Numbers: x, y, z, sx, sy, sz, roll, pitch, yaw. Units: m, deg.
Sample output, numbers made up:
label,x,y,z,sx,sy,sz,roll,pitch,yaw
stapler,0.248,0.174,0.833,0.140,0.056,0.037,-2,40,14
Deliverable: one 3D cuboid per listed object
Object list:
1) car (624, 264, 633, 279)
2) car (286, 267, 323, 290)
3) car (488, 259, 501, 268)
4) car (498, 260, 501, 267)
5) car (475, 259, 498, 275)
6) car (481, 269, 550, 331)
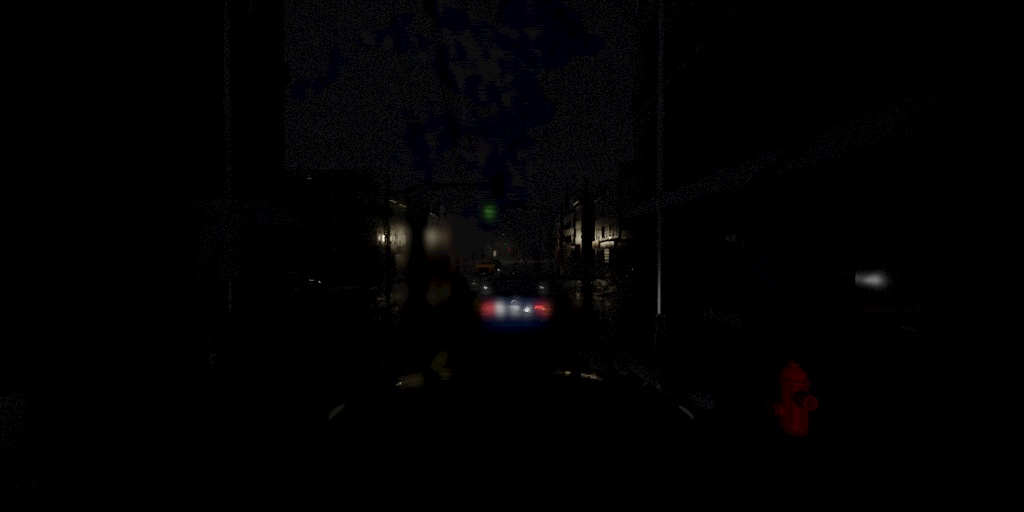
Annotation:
label,x,y,z,sx,sy,sz,roll,pitch,yaw
car,10.568,0.798,26.081,4.553,1.767,2.097,-2,1,1
car,-14.803,1.436,23.015,4.892,1.490,1.837,0,1,-2
car,-2.849,1.219,58.853,1.895,1.301,4.718,0,0,0
car,-2.860,1.173,48.249,1.837,1.490,4.892,0,0,0
car,-2.857,1.183,38.623,1.882,1.535,5.008,0,0,0
car,0.087,1.311,11.069,2.033,1.411,5.357,0,0,0
